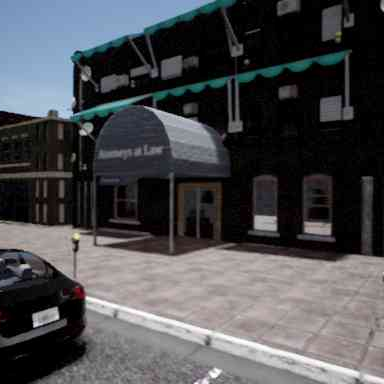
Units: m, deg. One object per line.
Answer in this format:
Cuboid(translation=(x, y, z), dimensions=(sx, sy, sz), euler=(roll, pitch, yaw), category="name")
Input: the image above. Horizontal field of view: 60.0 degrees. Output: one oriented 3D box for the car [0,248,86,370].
Cuboid(translation=(-3.515, 1.611, 5.371), dimensions=(4.313, 1.339, 1.947), euler=(-1, 1, 36), category="car")
